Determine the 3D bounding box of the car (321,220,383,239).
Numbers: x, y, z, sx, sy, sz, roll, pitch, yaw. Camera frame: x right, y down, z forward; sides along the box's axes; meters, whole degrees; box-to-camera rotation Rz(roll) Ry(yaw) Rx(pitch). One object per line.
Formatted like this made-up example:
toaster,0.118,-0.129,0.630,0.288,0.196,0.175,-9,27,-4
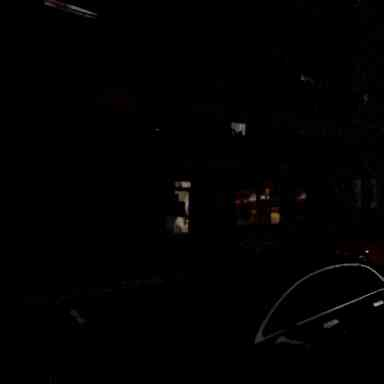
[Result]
car,5.147,1.575,10.253,4.507,1.381,1.887,0,-1,-36

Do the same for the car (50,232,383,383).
car,0.914,1.515,4.030,4.892,1.490,1.837,1,0,-36
